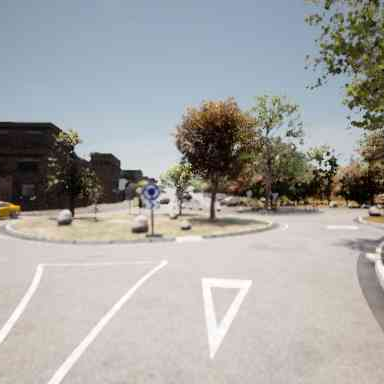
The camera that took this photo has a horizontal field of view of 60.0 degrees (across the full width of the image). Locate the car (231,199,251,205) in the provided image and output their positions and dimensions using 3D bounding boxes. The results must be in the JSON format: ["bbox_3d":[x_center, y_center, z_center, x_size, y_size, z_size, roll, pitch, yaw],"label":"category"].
[{"bbox_3d":[12.352,2.438,83.718,4.792,1.488,2.163,0,0,-3],"label":"car"}]

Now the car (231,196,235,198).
[{"bbox_3d":[12.276,2.426,80.936,5.366,1.575,1.946,0,0,-3],"label":"car"}]

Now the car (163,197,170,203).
[{"bbox_3d":[-7.009,2.264,92.869,1.837,1.490,4.892,0,0,-3],"label":"car"}]

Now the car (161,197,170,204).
[{"bbox_3d":[-6.215,2.209,76.627,1.837,1.490,4.892,0,0,-3],"label":"car"}]

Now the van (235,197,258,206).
[{"bbox_3d":[12.624,2.246,75.394,4.442,1.987,1.878,0,0,-3],"label":"van"}]

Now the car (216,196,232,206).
[{"bbox_3d":[7.490,2.463,78.573,2.128,1.511,4.902,0,0,-3],"label":"car"}]

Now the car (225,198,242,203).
[{"bbox_3d":[11.764,2.367,94.803,4.674,1.452,2.002,0,0,-3],"label":"car"}]

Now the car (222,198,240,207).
[{"bbox_3d":[8.012,2.468,68.546,1.837,1.490,4.892,0,-1,-3],"label":"car"}]

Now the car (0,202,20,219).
[{"bbox_3d":[-16.215,1.534,26.888,1.882,1.535,5.008,-1,-1,12],"label":"car"}]
